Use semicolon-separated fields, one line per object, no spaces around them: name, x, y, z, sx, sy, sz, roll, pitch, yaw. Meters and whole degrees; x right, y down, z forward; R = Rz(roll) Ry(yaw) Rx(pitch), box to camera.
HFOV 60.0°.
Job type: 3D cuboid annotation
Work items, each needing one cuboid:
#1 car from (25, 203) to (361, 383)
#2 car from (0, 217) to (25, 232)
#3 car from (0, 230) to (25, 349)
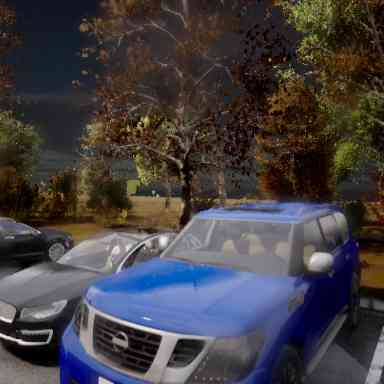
car;0.962;1.225;4.879;2.435;2.045;5.566;0;0;35
car;-5.822;1.471;9.742;2.231;1.521;4.892;0;0;35
car;-1.217;1.476;6.475;2.231;1.521;4.892;0;0;35
